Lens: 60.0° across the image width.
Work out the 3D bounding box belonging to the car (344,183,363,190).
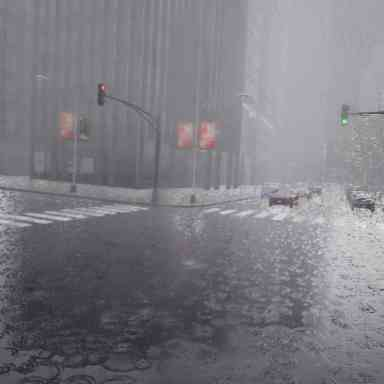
[{"bbox_3d":[20.835,0.152,42.301,2.192,1.841,5.009,4,3,24],"label":"car"}]

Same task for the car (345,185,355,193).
[{"bbox_3d":[36.821,-0.724,77.415,1.967,1.590,4.097,4,3,24],"label":"car"}]

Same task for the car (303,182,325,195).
[{"bbox_3d":[19.802,-0.591,53.934,2.150,2.045,5.566,4,3,25],"label":"car"}]

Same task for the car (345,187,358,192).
[{"bbox_3d":[18.538,0.530,37.298,2.008,1.369,4.403,4,3,24],"label":"car"}]

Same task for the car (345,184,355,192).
[{"bbox_3d":[39.112,-0.991,82.424,2.192,1.841,5.009,4,3,24],"label":"car"}]

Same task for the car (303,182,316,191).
[{"bbox_3d":[26.794,-1.278,75.900,2.192,1.841,5.009,4,3,24],"label":"car"}]

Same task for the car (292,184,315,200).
[{"bbox_3d":[13.206,0.113,39.682,1.812,1.442,4.674,4,3,25],"label":"car"}]

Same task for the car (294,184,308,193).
[{"bbox_3d":[19.928,-0.620,60.867,1.887,1.381,4.507,4,3,24],"label":"car"}]

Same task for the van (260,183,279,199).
[{"bbox_3d":[8.516,-0.107,35.782,1.690,1.788,3.998,4,3,24],"label":"van"}]

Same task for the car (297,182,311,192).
[{"bbox_3d":[22.225,-0.992,65.870,2.192,1.841,5.009,4,3,24],"label":"car"}]

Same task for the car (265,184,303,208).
[{"bbox_3d":[7.739,0.409,27.675,1.882,1.535,5.008,4,3,24],"label":"car"}]

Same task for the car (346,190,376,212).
[{"bbox_3d":[13.968,0.817,27.267,2.008,1.369,4.403,4,3,24],"label":"car"}]

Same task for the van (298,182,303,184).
[{"bbox_3d":[17.654,-0.680,55.842,1.690,1.788,3.998,4,3,24],"label":"van"}]

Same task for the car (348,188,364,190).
[{"bbox_3d":[16.325,0.644,32.436,1.752,1.417,4.829,4,3,24],"label":"car"}]

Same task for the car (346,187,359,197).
[{"bbox_3d":[27.748,-0.072,57.513,1.752,1.417,4.829,4,3,24],"label":"car"}]
